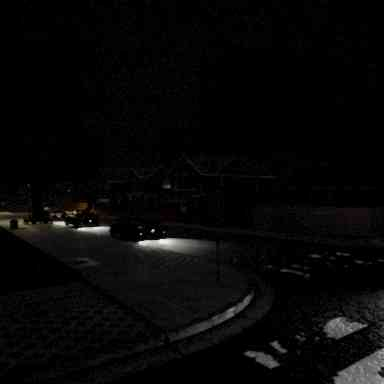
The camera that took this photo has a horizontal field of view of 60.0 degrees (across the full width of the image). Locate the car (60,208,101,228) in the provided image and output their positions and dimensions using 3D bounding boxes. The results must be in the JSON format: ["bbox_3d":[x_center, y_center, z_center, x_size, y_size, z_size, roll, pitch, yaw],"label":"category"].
[{"bbox_3d":[-9.364,2.201,28.336,1.994,1.385,4.181,0,-1,-37],"label":"car"}]

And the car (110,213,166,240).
[{"bbox_3d":[-3.333,1.995,19.923,1.994,1.385,4.181,0,-1,-36],"label":"car"}]

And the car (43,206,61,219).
[{"bbox_3d":[-15.203,2.315,36.548,2.128,1.511,4.902,0,-1,-35],"label":"car"}]
